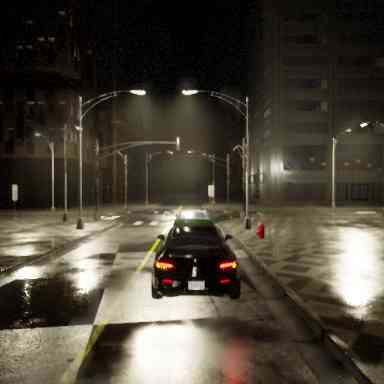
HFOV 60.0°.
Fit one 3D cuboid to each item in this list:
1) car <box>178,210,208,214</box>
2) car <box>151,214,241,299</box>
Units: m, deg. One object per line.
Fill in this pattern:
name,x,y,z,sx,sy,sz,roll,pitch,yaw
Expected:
car,0.058,1.579,17.307,1.895,1.301,4.718,0,0,0
car,0.077,1.516,8.282,1.812,1.442,4.674,0,0,0
